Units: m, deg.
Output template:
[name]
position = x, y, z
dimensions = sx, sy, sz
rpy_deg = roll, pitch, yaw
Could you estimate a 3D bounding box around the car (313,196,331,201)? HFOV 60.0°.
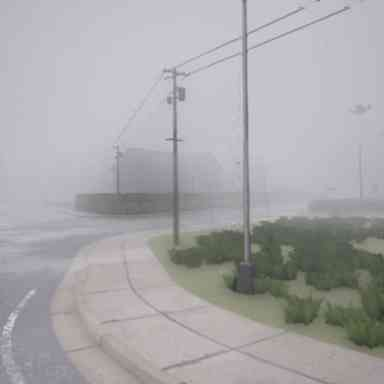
[car]
position = 20.621, 1.345, 52.333
dimensions = 2.097, 1.767, 4.553
rpy_deg = -1, 0, 38
